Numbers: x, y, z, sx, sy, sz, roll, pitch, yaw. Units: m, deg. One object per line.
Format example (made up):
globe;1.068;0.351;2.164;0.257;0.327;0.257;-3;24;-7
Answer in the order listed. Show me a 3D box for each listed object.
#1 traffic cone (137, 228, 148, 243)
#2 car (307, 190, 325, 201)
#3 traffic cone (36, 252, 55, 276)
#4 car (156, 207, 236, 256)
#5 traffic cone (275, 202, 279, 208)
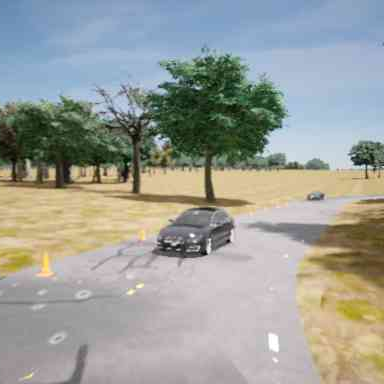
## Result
traffic cone;-2.014;1.791;13.695;0.340;0.580;0.340;2;1;23
car;19.878;0.511;53.302;2.128;1.511;4.902;2;3;34
traffic cone;-3.785;1.837;8.608;0.340;0.580;0.340;1;1;15
car;0.347;1.406;13.100;1.837;1.490;4.892;2;2;23
traffic cone;9.294;1.412;36.172;0.340;0.580;0.340;2;2;27
